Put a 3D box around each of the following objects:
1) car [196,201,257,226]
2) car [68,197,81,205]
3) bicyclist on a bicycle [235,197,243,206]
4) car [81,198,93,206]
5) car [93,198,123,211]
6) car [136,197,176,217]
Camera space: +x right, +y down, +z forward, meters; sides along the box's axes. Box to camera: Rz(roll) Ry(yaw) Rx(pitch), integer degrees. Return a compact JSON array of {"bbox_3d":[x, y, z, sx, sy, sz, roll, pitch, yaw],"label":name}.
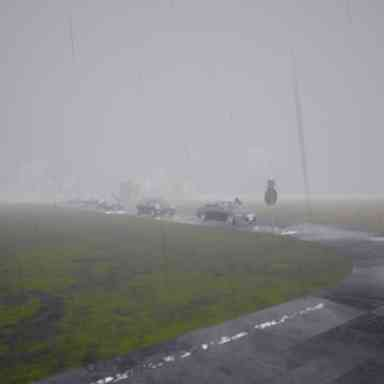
[{"bbox_3d":[2.235,1.387,22.525,2.128,1.511,4.902,-1,0,-35],"label":"car"},{"bbox_3d":[-21.444,1.561,61.400,2.033,1.411,5.357,-1,0,-35],"label":"car"},{"bbox_3d":[4.151,1.302,30.188,1.656,1.620,0.582,-1,0,-35],"label":"bicyclist on a bicycle"},{"bbox_3d":[-15.765,1.572,53.309,1.895,1.301,4.718,-1,0,-35],"label":"car"},{"bbox_3d":[-9.959,1.483,39.918,1.812,1.442,4.674,-1,0,-35],"label":"car"},{"bbox_3d":[-3.377,1.275,30.522,2.097,1.767,4.553,-1,0,-35],"label":"car"}]
